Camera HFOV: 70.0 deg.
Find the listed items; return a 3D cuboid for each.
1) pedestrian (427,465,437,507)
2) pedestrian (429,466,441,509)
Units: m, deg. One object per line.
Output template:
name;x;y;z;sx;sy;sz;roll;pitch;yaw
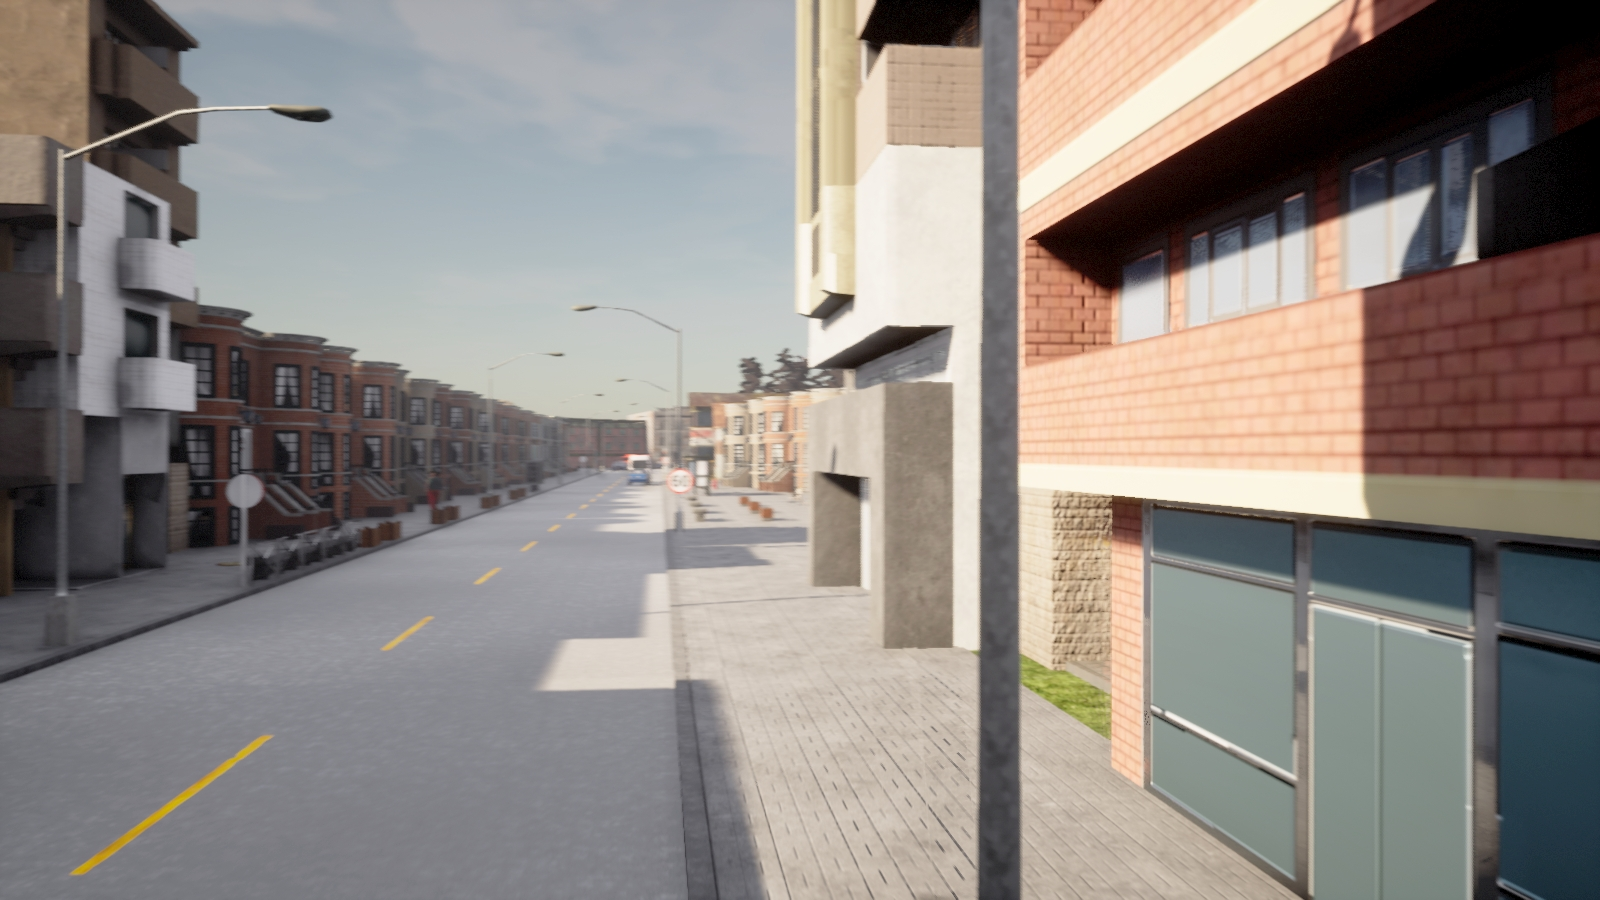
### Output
pedestrian;-16.556;1.616;51.410;0.375;1.860;0.375;0;0;-7
pedestrian;-15.896;1.614;49.719;0.375;1.860;0.375;0;0;5
